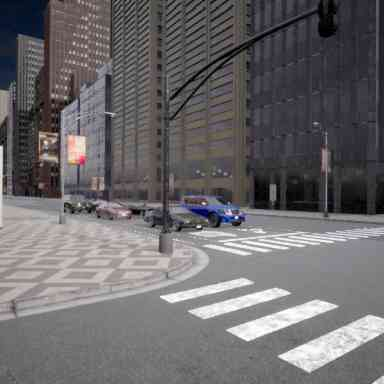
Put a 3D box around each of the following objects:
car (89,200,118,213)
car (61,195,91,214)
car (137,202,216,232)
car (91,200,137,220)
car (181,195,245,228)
[{"bbox_3d":[-10.564,1.653,39.562,1.812,1.442,4.674,1,-1,-35],"label":"car"},{"bbox_3d":[-13.076,1.324,37.492,2.150,2.045,5.566,1,-1,-36],"label":"car"},{"bbox_3d":[-1.153,1.569,20.803,2.033,1.411,5.357,1,-1,-35],"label":"car"},{"bbox_3d":[-6.851,1.585,28.769,1.812,1.442,4.674,1,-1,-36],"label":"car"},{"bbox_3d":[1.175,1.269,23.126,2.150,2.045,5.566,1,-1,-36],"label":"car"}]
